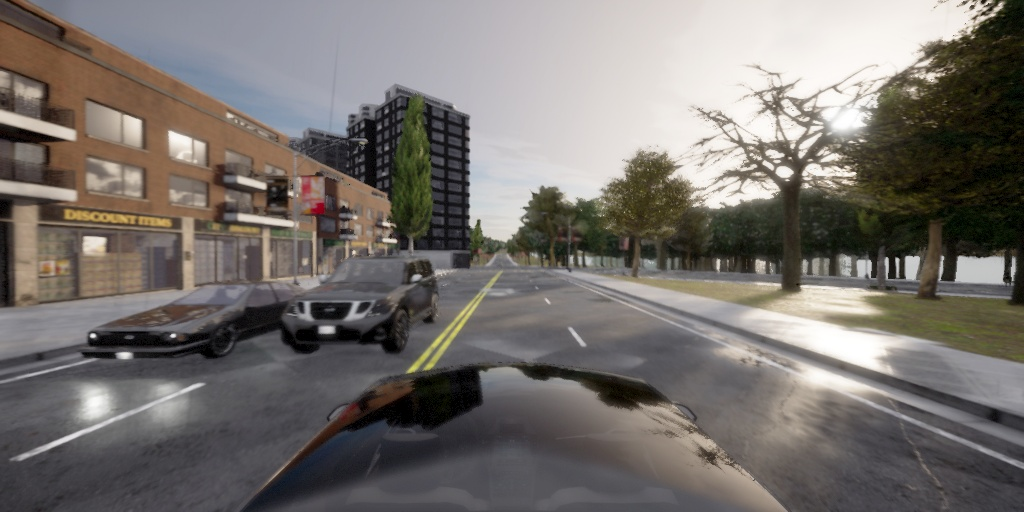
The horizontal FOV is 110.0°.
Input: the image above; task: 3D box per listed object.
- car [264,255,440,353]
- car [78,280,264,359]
[{"bbox_3d":[-3.350,0.999,9.258,2.150,2.045,5.566,0,0,0],"label":"car"},{"bbox_3d":[-6.601,1.323,8.772,2.033,1.411,5.357,0,0,0],"label":"car"}]
